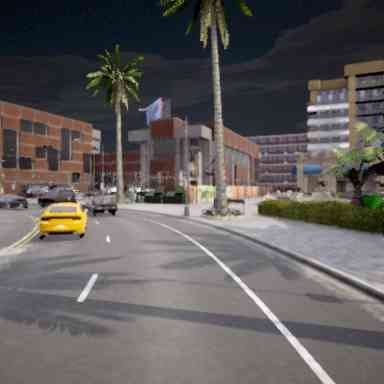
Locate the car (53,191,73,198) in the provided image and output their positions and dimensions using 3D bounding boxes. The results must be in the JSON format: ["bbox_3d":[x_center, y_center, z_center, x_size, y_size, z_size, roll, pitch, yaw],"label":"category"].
[{"bbox_3d":[-29.095,0.575,75.007,4.193,1.474,1.816,0,1,23],"label":"car"}]

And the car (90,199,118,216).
[{"bbox_3d":[-7.964,1.276,28.302,1.895,1.301,4.718,-1,1,-32],"label":"car"}]

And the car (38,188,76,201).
[{"bbox_3d":[-15.209,0.811,37.502,5.566,2.045,2.150,1,1,41],"label":"car"}]

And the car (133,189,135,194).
[{"bbox_3d":[-12.162,0.569,71.866,4.674,1.452,2.002,0,1,23],"label":"car"}]

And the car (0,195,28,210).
[{"bbox_3d":[-19.698,1.118,36.427,4.892,1.490,1.837,0,0,41],"label":"car"}]

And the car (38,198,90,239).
[{"bbox_3d":[-6.236,1.293,16.432,1.882,1.535,5.008,0,1,-16],"label":"car"}]
